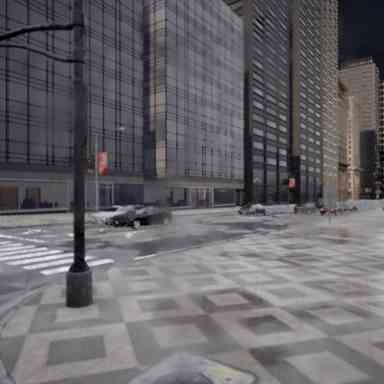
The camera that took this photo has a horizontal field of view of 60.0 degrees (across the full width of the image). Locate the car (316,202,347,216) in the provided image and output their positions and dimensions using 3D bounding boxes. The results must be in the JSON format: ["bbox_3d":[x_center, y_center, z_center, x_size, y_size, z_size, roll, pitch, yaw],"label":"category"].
[{"bbox_3d":[17.421,2.194,41.358,1.895,1.301,4.718,0,-1,36],"label":"car"}]

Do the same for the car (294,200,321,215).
[{"bbox_3d":[14.764,2.110,43.230,1.837,1.490,4.892,0,-1,36],"label":"car"}]

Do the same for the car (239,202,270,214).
[{"bbox_3d":[8.736,2.163,46.162,2.033,1.411,5.357,0,-1,36],"label":"car"}]

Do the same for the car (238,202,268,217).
[{"bbox_3d":[7.078,2.030,38.354,1.812,1.442,4.674,0,-1,36],"label":"car"}]

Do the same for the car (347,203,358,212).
[{"bbox_3d":[23.282,2.276,49.574,2.033,1.411,5.357,0,-1,36],"label":"car"}]

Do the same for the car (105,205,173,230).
[{"bbox_3d":[-3.453,1.740,23.754,1.882,1.535,5.008,0,0,36],"label":"car"}]

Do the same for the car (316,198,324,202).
[{"bbox_3d":[20.663,1.963,51.502,2.150,2.045,5.566,0,-1,36],"label":"car"}]

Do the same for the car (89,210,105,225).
[{"bbox_3d":[-5.813,1.807,26.035,1.812,1.442,4.674,0,-1,36],"label":"car"}]
